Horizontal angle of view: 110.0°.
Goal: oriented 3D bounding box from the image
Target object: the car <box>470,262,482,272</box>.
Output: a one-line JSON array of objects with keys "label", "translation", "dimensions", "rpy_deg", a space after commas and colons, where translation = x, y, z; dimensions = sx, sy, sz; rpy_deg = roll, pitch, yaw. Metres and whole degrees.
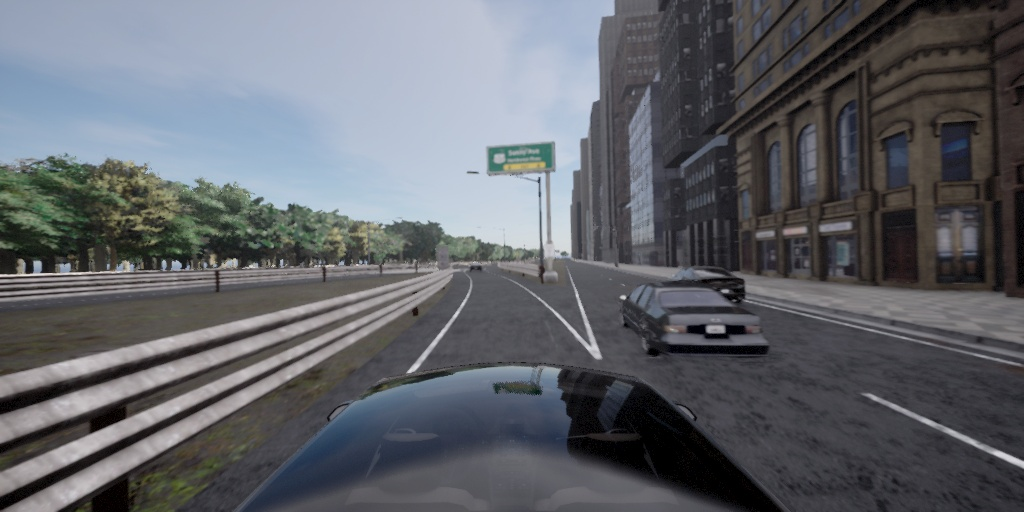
[{"label": "car", "translation": [-5.714, 1.726, 56.565], "dimensions": [1.882, 1.535, 5.008], "rpy_deg": [-1, -1, -7]}]

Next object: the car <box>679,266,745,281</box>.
[{"label": "car", "translation": [8.381, 1.192, 15.966], "dimensions": [1.882, 1.535, 5.008], "rpy_deg": [-1, -1, 8]}]

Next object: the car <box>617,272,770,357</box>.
[{"label": "car", "translation": [3.769, 1.294, 8.498], "dimensions": [2.033, 1.411, 5.357], "rpy_deg": [-1, -1, 8]}]
